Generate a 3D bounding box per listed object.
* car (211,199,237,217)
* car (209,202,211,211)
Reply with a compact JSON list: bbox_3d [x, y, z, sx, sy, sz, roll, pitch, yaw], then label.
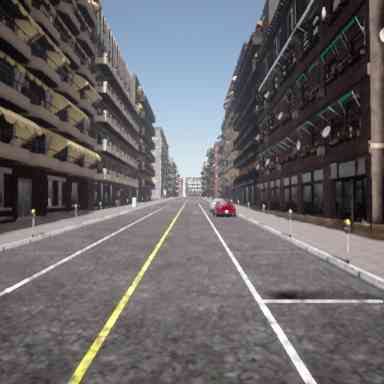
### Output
[{"bbox_3d":[3.023,1.530,31.131,1.812,1.442,4.674,0,0,0],"label":"car"},{"bbox_3d":[3.023,1.545,38.133,1.812,1.442,4.674,0,0,0],"label":"car"}]
